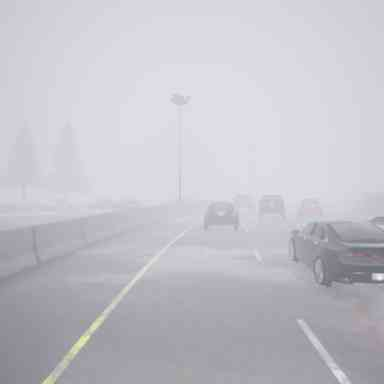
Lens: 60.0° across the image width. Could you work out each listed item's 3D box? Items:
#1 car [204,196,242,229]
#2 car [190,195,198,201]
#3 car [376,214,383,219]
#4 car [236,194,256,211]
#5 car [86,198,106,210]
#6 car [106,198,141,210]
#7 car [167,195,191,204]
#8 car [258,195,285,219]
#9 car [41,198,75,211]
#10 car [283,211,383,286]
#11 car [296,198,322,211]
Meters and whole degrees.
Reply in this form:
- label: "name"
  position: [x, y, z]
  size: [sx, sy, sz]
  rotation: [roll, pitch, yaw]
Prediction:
- label: "car"
  position: [2.027, 1.357, 21.652]
  size: [2.097, 1.767, 4.553]
  rotation: [0, 0, 9]
- label: "car"
  position: [-0.454, 1.448, 78.273]
  size: [2.033, 1.411, 5.357]
  rotation: [0, 0, 28]
- label: "car"
  position: [7.891, 1.549, 12.843]
  size: [1.812, 1.442, 4.674]
  rotation: [0, 0, 6]
- label: "car"
  position: [6.497, 1.241, 40.867]
  size: [2.150, 2.045, 5.566]
  rotation: [0, 0, 17]
- label: "car"
  position: [-11.370, 1.514, 42.834]
  size: [2.033, 1.411, 5.357]
  rotation: [0, 0, 16]
- label: "car"
  position: [-8.145, 1.523, 41.383]
  size: [2.033, 1.411, 5.357]
  rotation: [0, 0, 16]
- label: "car"
  position: [-2.150, 1.558, 48.673]
  size: [1.994, 1.385, 4.181]
  rotation: [0, 0, 19]
- label: "car"
  position: [7.184, 1.243, 30.020]
  size: [2.150, 2.045, 5.566]
  rotation: [0, 0, 13]
- label: "car"
  position: [-15.812, 1.478, 39.681]
  size: [1.812, 1.442, 4.674]
  rotation: [0, 0, 15]
- label: "car"
  position: [4.070, 1.517, 9.342]
  size: [1.837, 1.490, 4.892]
  rotation: [0, 0, 4]
- label: "car"
  position: [11.554, 1.386, 33.008]
  size: [2.097, 1.767, 4.553]
  rotation: [0, 0, 14]
